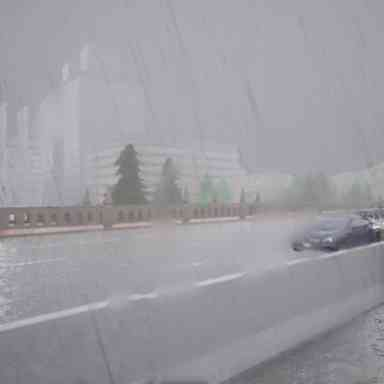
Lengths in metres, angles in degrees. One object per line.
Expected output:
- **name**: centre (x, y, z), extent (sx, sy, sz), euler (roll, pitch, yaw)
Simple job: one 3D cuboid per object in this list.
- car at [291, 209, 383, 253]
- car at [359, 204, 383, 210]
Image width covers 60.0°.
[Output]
- **car**: centre (5.866, 1.625, 13.246), extent (4.674, 1.442, 1.812), euler (0, -1, -39)
- **car**: centre (17.093, 1.801, 31.419), extent (4.181, 1.385, 1.994), euler (0, -1, -39)
